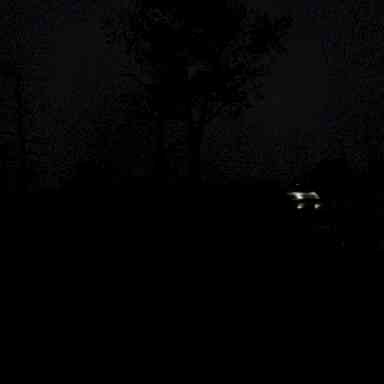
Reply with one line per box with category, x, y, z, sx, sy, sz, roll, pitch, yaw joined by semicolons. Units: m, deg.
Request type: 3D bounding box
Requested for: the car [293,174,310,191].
car;11.121;-1.011;32.988;1.882;1.535;5.008;-2;4;13
